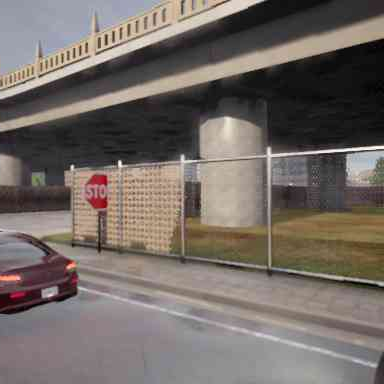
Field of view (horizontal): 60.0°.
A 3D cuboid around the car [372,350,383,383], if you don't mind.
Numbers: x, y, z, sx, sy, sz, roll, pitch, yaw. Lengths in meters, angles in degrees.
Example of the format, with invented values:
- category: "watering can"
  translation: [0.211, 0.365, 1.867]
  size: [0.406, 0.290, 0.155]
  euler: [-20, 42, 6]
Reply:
- category: "car"
  translation: [3.518, 1.491, 1.487]
  size: [4.892, 1.490, 1.837]
  euler: [-1, 0, 35]

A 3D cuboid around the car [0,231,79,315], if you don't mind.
- category: "car"
  translation: [-4.325, 1.573, 7.069]
  size: [4.674, 1.442, 1.812]
  euler: [0, 0, 35]
